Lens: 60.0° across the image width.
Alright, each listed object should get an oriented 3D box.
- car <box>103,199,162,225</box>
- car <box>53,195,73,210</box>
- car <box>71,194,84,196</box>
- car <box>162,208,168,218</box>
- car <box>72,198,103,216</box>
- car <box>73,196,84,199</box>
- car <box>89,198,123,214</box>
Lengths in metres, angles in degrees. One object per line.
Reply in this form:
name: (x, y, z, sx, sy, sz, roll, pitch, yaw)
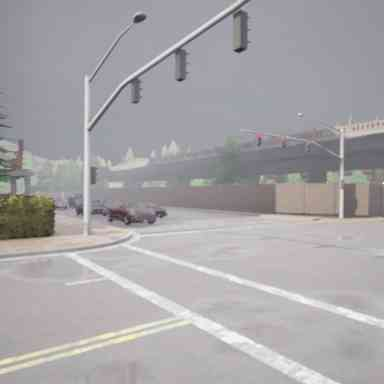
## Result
car: (-4.402, 1.371, 24.056, 2.097, 1.767, 4.553, 1, 0, -35)
car: (-17.043, 1.508, 41.896, 2.128, 1.511, 4.902, 1, 0, -35)
car: (-20.518, 1.291, 59.228, 2.150, 2.045, 5.566, 1, 0, -35)
car: (-4.259, 1.591, 29.903, 2.033, 1.411, 5.357, 1, 0, -35)
car: (-9.400, 1.582, 31.103, 1.994, 1.385, 4.181, 1, 0, -35)
car: (-15.602, 1.607, 45.915, 1.994, 1.385, 4.181, 1, 0, -36)
car: (-9.884, 1.535, 37.837, 2.128, 1.511, 4.902, 1, 0, -35)
